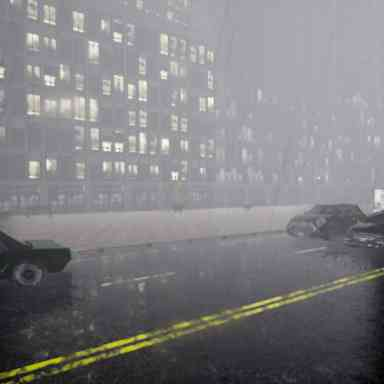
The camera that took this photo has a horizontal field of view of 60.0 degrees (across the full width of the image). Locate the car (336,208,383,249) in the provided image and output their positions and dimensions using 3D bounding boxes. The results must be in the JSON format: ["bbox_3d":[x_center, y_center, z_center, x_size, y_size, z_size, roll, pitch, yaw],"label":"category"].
[{"bbox_3d":[8.177,1.500,13.510,4.892,1.490,1.837,0,0,-35],"label":"car"}]

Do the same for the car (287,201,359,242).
[{"bbox_3d":[6.800,1.348,16.520,4.553,1.767,2.097,0,0,-35],"label":"car"}]

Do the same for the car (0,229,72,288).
[{"bbox_3d":[-5.451,1.601,7.748,4.718,1.301,1.895,0,0,-35],"label":"car"}]
